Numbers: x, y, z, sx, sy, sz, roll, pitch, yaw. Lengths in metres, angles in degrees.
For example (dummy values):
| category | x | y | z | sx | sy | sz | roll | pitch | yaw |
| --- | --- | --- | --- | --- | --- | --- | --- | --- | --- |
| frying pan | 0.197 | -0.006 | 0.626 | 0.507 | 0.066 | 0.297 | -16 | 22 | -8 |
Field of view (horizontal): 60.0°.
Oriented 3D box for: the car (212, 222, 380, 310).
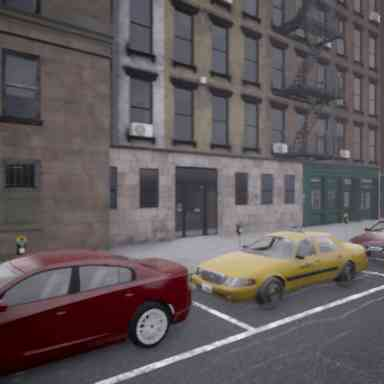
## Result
| category | x | y | z | sx | sy | sz | roll | pitch | yaw |
| --- | --- | --- | --- | --- | --- | --- | --- | --- | --- |
| car | 2.253 | 1.523 | 7.794 | 4.829 | 1.417 | 1.752 | 0 | 0 | -36 |

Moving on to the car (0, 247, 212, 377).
| category | x | y | z | sx | sy | sz | roll | pitch | yaw |
| --- | --- | --- | --- | --- | --- | --- | --- | --- | --- |
| car | -2.101 | 1.544 | 4.688 | 4.507 | 1.381 | 1.887 | 0 | 0 | -36 |

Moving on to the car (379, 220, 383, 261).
| category | x | y | z | sx | sy | sz | roll | pitch | yaw |
| --- | --- | --- | --- | --- | --- | --- | --- | --- | --- |
| car | 6.884 | 1.578 | 11.098 | 4.206 | 1.307 | 1.802 | 0 | 0 | -36 |
